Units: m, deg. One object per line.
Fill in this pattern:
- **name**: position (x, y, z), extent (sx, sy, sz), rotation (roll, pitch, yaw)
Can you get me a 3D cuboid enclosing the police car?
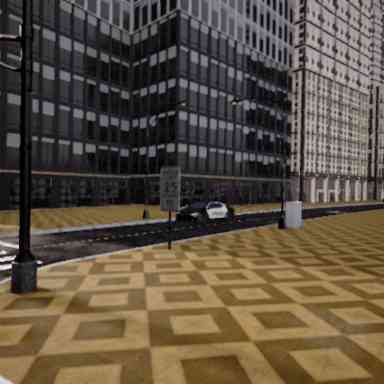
- **police car**: position (0.918, 1.353, 23.226), extent (2.038, 1.542, 4.974), rotation (2, 1, 40)
